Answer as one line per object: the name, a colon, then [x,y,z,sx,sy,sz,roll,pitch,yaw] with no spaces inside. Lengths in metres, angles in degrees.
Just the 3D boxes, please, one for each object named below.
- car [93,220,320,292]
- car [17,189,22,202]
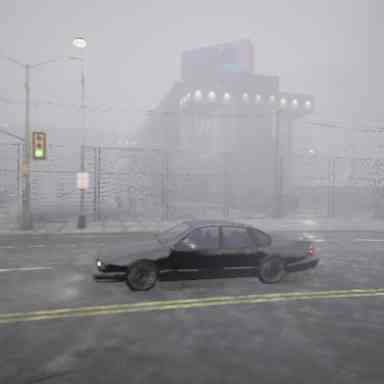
car: [0.369,1.419,8.221,5.357,1.411,2.033,1,1,-13]
car: [-23.754,0.591,43.247,4.718,1.301,1.895,1,1,-16]
